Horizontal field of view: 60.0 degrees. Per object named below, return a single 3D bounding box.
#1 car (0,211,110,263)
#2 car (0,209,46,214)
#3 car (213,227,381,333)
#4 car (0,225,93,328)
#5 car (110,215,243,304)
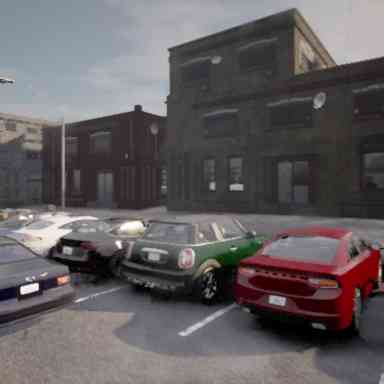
[{"bbox_3d":[-4.060,1.530,11.831,2.002,1.452,4.674,0,0,35],"label":"car"},{"bbox_3d":[-6.294,1.524,13.387,2.163,1.488,4.792,0,0,35],"label":"car"},{"bbox_3d":[2.708,1.480,7.014,2.097,1.535,5.008,0,0,35],"label":"car"},{"bbox_3d":[-4.571,1.553,6.626,5.357,1.411,2.033,0,0,35],"label":"car"},{"bbox_3d":[0.446,1.357,8.591,2.185,1.767,4.553,0,0,35],"label":"car"}]
